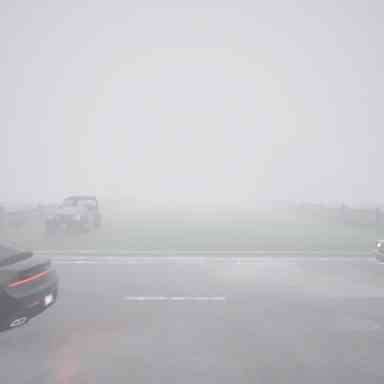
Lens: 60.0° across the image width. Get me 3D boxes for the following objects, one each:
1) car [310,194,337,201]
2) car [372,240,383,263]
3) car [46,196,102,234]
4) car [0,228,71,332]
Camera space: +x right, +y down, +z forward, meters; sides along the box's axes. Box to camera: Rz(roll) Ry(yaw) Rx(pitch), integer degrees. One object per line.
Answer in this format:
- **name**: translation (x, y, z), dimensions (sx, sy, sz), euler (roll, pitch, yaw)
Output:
- **car**: translation (24.803, 1.159, 62.657), dimensions (4.605, 1.855, 1.932), euler (0, 0, 0)
- **car**: translation (7.491, 1.604, 8.772), dimensions (4.718, 1.301, 1.895), euler (0, 0, 0)
- **car**: translation (-6.127, 1.164, 17.711), dimensions (1.905, 1.878, 3.866), euler (0, 0, 0)
- **car**: translation (-4.725, 1.482, 5.377), dimensions (4.892, 1.490, 1.837), euler (0, 0, 0)
